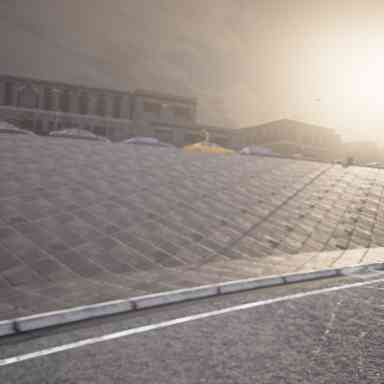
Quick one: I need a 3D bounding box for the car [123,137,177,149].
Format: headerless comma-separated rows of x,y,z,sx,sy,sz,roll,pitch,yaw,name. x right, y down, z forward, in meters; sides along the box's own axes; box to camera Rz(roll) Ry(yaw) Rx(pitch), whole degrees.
-3.590,-3.898,28.453,4.674,1.452,2.002,3,-1,-19,car

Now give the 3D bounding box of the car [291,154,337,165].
12.057,-3.117,34.514,4.792,1.488,2.163,3,-1,-22,car

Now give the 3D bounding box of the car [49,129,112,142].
-8.839,-4.192,26.680,4.892,1.521,2.231,3,-1,-18,car

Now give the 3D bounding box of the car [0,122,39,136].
-14.096,-4.427,25.013,4.892,1.521,2.231,2,-1,-17,car

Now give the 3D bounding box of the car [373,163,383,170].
22.028,-2.626,38.991,4.892,1.521,2.231,3,-1,-25,car

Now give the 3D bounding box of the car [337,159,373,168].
17.110,-2.846,36.718,4.674,1.452,2.002,3,-1,-24,car

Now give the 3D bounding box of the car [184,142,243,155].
1.624,-3.677,30.340,5.008,1.535,2.097,3,-1,-20,car

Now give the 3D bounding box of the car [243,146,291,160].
6.776,-3.543,32.331,4.553,1.767,2.185,3,-1,-21,car
